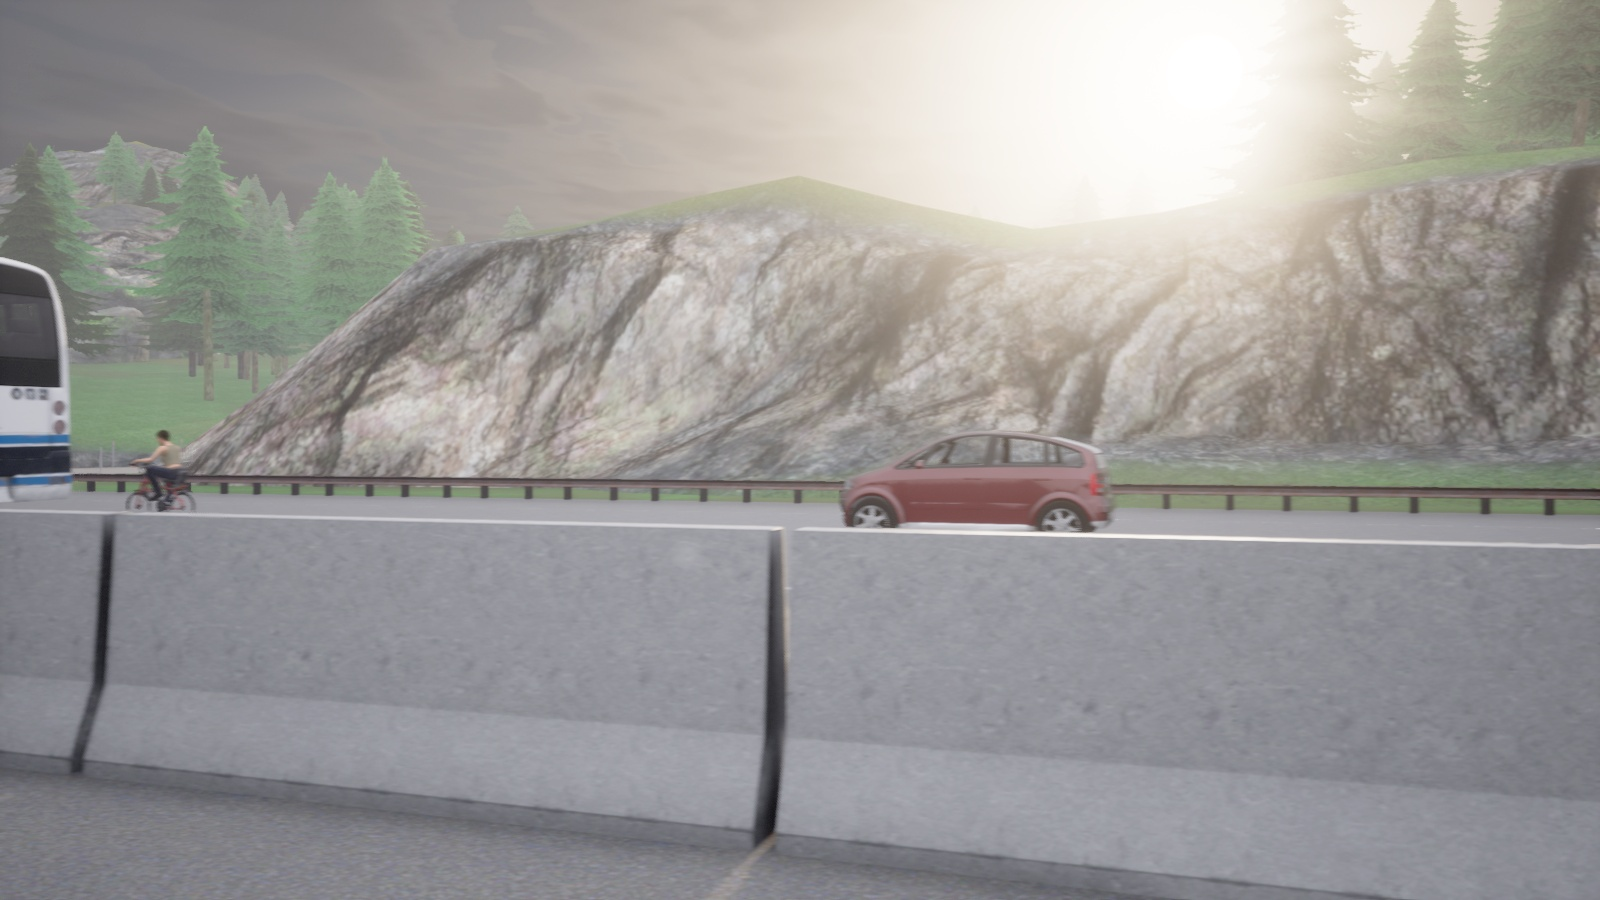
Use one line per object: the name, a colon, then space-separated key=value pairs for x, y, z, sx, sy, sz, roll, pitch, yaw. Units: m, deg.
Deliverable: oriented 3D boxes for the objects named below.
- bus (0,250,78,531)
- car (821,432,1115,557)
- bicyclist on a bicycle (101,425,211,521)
bus: x=-17.152 y=-0.935 z=20.021 sx=10.273 sy=4.253 sz=3.944 roll=1 pitch=1 yaw=19
car: x=2.324 y=0.539 z=17.180 sx=3.705 sy=1.549 sz=1.789 roll=1 pitch=1 yaw=19
bicyclist on a bicycle: x=-11.127 y=0.373 z=21.711 sx=1.509 sy=1.612 sz=0.866 roll=1 pitch=1 yaw=18
